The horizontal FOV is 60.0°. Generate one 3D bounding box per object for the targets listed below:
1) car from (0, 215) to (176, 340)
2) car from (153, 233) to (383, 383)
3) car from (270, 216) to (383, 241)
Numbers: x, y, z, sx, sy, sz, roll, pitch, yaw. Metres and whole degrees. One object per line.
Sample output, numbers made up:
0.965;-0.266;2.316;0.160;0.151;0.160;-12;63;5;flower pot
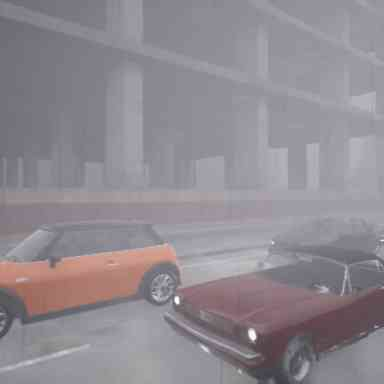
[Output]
-2.483;1.393;6.525;4.553;1.767;2.097;0;0;-36;car
1.937;1.632;5.439;4.718;1.301;1.895;0;0;-37;car
5.171;1.615;12.195;5.357;1.411;2.033;0;0;-37;car
